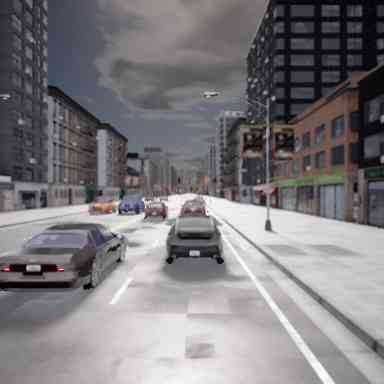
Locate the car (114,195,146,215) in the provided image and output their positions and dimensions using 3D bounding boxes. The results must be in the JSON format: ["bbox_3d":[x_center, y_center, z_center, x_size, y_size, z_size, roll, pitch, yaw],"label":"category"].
[{"bbox_3d":[-6.601,1.362,36.466,2.150,2.045,5.566,0,0,0],"label":"car"}]

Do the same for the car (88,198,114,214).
[{"bbox_3d":[-9.846,1.494,36.617,2.097,1.767,4.553,0,0,0],"label":"car"}]

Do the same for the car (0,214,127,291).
[{"bbox_3d":[-3.167,1.580,9.175,2.033,1.411,5.357,0,0,0],"label":"car"}]

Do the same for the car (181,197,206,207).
[{"bbox_3d":[0.090,1.463,28.919,2.097,1.767,4.553,0,0,0],"label":"car"}]

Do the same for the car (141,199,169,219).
[{"bbox_3d":[-3.158,1.642,30.121,1.812,1.442,4.674,0,0,0],"label":"car"}]

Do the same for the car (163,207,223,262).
[{"bbox_3d":[0.088,1.551,12.241,1.837,1.490,4.892,0,0,0],"label":"car"}]

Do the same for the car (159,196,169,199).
[{"bbox_3d":[-6.509,1.557,77.341,1.882,1.535,5.008,0,0,0],"label":"car"}]

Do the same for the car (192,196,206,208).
[{"bbox_3d":[1.131,1.549,52.949,2.097,1.767,4.553,0,0,0],"label":"car"}]
